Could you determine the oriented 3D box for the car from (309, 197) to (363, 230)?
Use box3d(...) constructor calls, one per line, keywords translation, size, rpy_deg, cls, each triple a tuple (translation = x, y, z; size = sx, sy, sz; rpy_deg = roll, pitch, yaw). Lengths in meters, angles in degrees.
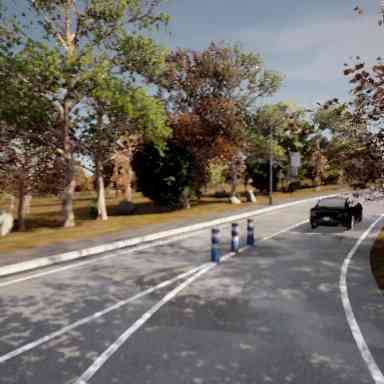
box3d(translation=(7.694, 0.974, 17.574), size=(1.882, 1.535, 5.008), rpy_deg=(0, 3, 35), cls="car")
